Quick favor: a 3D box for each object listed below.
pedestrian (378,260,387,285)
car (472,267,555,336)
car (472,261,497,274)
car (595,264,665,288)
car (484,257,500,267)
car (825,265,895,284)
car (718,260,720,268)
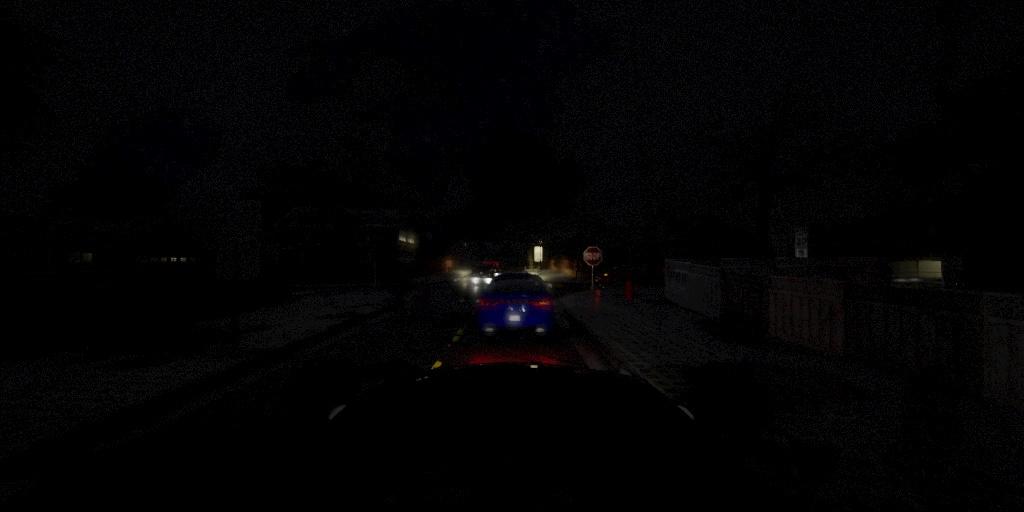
[{"bbox_3d":[-9.651,1.200,26.591,0.375,1.860,0.375,0,-1,1],"label":"pedestrian"},{"bbox_3d":[0.175,1.241,10.472,1.882,1.535,5.008,0,0,3],"label":"car"},{"bbox_3d":[-2.821,1.426,35.668,1.994,1.385,4.181,0,0,0],"label":"car"},{"bbox_3d":[7.145,1.152,20.422,4.674,1.442,1.812,-1,-2,1],"label":"car"},{"bbox_3d":[-2.841,1.185,48.521,2.150,2.045,5.566,0,-1,-1],"label":"car"},{"bbox_3d":[21.686,0.905,23.245,4.553,1.767,2.097,-1,-2,1],"label":"car"},{"bbox_3d":[11.531,1.030,23.386,4.553,1.767,2.097,-1,-2,1],"label":"car"}]
